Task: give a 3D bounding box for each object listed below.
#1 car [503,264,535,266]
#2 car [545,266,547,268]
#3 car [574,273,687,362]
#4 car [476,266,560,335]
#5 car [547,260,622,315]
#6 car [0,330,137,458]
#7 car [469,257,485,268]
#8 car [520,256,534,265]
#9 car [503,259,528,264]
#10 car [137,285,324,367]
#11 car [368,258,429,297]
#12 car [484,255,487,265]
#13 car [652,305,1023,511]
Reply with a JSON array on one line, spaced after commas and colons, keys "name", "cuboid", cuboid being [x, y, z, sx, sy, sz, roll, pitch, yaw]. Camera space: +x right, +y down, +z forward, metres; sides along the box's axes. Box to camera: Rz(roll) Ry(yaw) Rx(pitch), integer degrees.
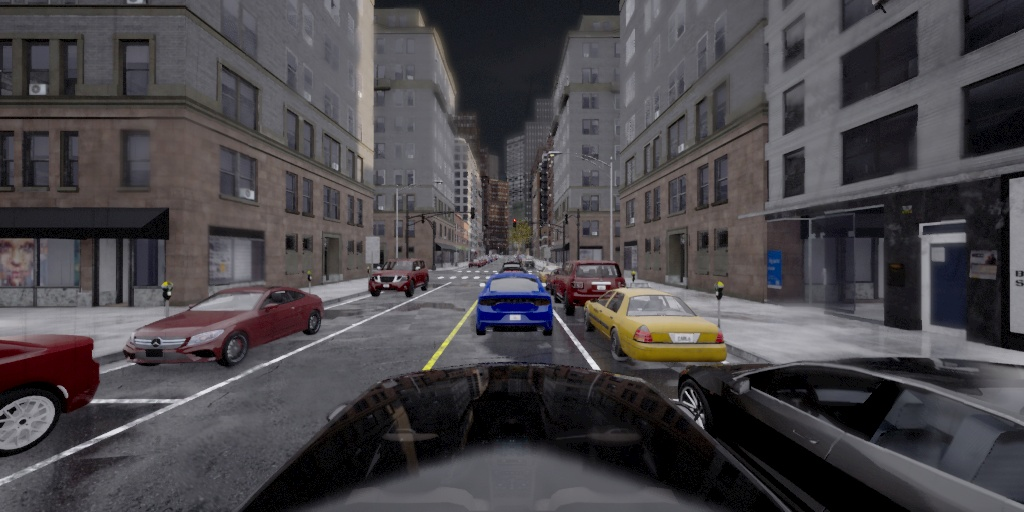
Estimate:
[{"name": "car", "cuboid": [0.072, 1.296, 18.047, 1.994, 1.385, 4.181, 0, 0, 0]}, {"name": "car", "cuboid": [2.740, 1.313, 18.990, 1.802, 1.307, 4.207, 0, 0, 0]}, {"name": "car", "cuboid": [2.754, 1.272, 8.054, 1.751, 1.417, 4.829, 0, 0, 0]}, {"name": "car", "cuboid": [0.038, 1.222, 10.499, 1.882, 1.535, 5.008, 0, 0, -1]}, {"name": "car", "cuboid": [2.747, 1.055, 13.438, 2.192, 1.841, 5.009, 0, 0, 0]}, {"name": "car", "cuboid": [-5.763, 1.295, 2.327, 1.888, 1.381, 4.507, 0, 0, 0]}, {"name": "car", "cuboid": [-5.836, 1.126, 56.646, 1.888, 1.381, 4.507, 0, 0, 0]}, {"name": "car", "cuboid": [2.689, 1.131, 56.650, 2.007, 1.370, 4.403, 0, 0, 0]}, {"name": "car", "cuboid": [0.013, 1.215, 26.960, 1.837, 1.490, 4.892, 0, 0, 0]}, {"name": "car", "cuboid": [-5.771, 1.328, 7.879, 1.802, 1.307, 4.207, 0, 0, 0]}, {"name": "car", "cuboid": [-5.786, 1.045, 18.986, 2.192, 1.841, 5.009, 0, 0, 0]}, {"name": "car", "cuboid": [-5.843, 0.989, 62.070, 1.967, 1.591, 4.097, 0, 0, 0]}, {"name": "car", "cuboid": [2.762, 1.316, 2.332, 1.948, 1.339, 4.313, 0, 0, 0]}]
